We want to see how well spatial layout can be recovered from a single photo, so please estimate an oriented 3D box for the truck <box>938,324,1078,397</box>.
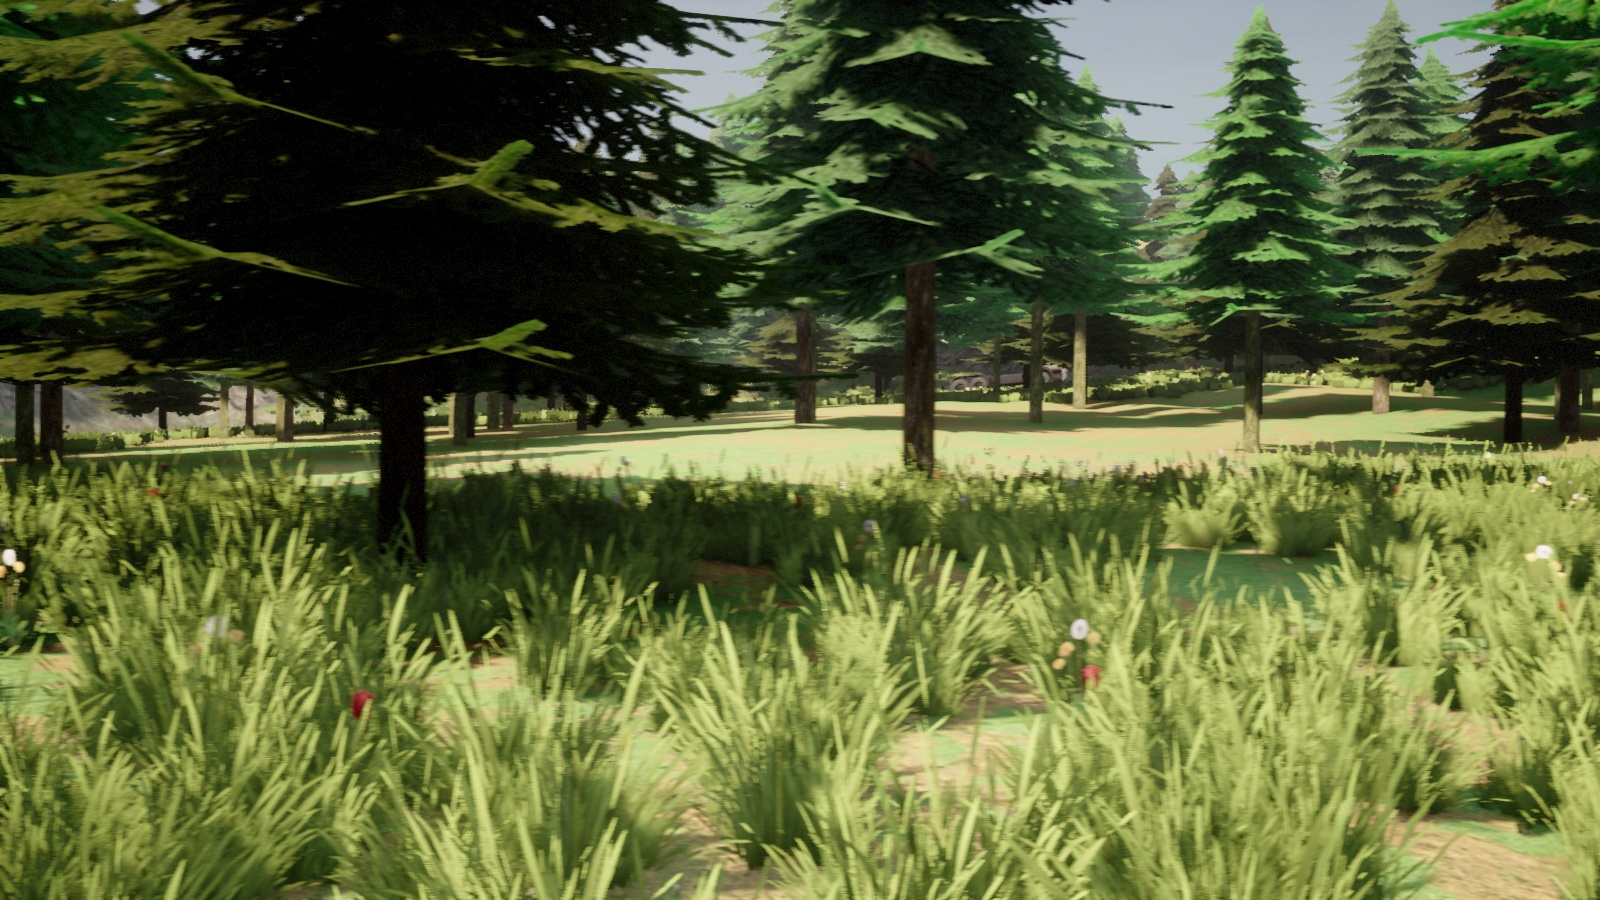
[{"bbox_3d":[12.909,-5.474,78.007,7.936,3.462,2.891,-6,-1,19],"label":"truck"}]
